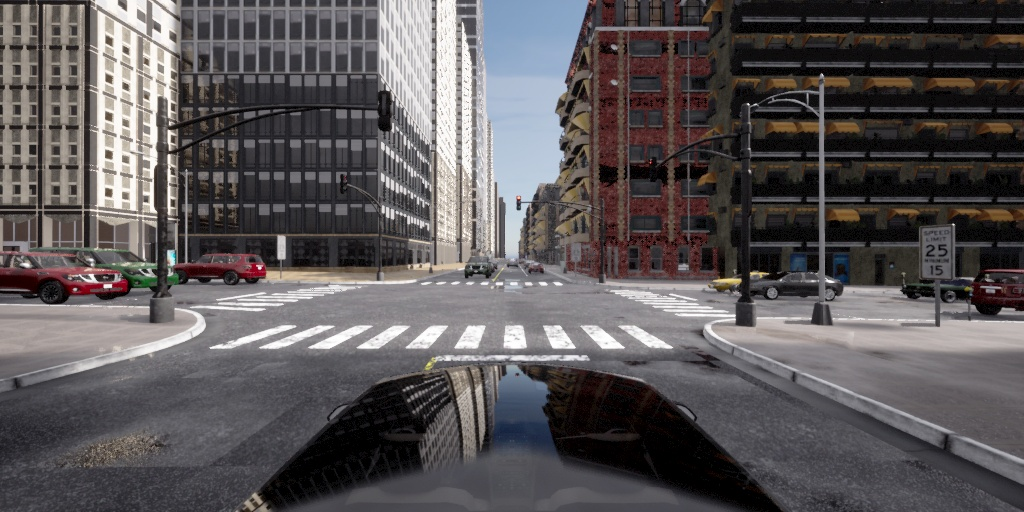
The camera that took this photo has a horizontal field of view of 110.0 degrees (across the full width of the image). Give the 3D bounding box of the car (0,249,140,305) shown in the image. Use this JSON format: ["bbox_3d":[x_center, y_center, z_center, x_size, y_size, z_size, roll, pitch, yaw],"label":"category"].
[{"bbox_3d":[-17.570,0.757,13.315,5.009,1.841,2.192,0,0,0],"label":"car"}]

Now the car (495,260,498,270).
[{"bbox_3d":[-3.074,1.286,43.642,1.812,1.442,4.674,0,0,0],"label":"car"}]

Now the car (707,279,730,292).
[{"bbox_3d":[14.639,1.587,21.962,4.829,1.417,1.751,0,0,0],"label":"car"}]

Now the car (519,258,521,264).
[{"bbox_3d":[2.718,1.321,60.230,2.007,1.370,4.403,0,0,0],"label":"car"}]

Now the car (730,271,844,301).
[{"bbox_3d":[14.922,1.562,19.344,4.892,1.490,1.837,1,0,2],"label":"car"}]

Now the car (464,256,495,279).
[{"bbox_3d":[-3.085,0.977,33.568,2.150,2.045,5.566,0,0,0],"label":"car"}]

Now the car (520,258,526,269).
[{"bbox_3d":[2.715,1.317,54.582,2.007,1.370,4.403,0,0,0],"label":"car"}]

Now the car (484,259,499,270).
[{"bbox_3d":[-3.064,1.244,53.915,1.882,1.535,5.008,0,0,0],"label":"car"}]

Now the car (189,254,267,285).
[{"bbox_3d":[-17.701,0.776,21.695,5.009,1.841,2.192,0,0,0],"label":"car"}]

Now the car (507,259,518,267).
[{"bbox_3d":[0.124,1.337,65.064,1.994,1.385,4.181,0,0,0],"label":"car"}]

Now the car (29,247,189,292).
[{"bbox_3d":[-18.244,0.658,15.904,5.566,2.045,2.150,1,0,-1],"label":"car"}]

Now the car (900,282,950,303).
[{"bbox_3d":[24.213,1.827,19.451,4.718,1.301,1.895,1,0,-1],"label":"car"}]

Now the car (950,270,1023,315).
[{"bbox_3d":[20.604,1.461,13.663,5.009,1.841,2.192,0,0,0],"label":"car"}]

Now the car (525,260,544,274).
[{"bbox_3d":[2.759,1.341,41.665,1.802,1.307,4.207,0,0,0],"label":"car"}]
